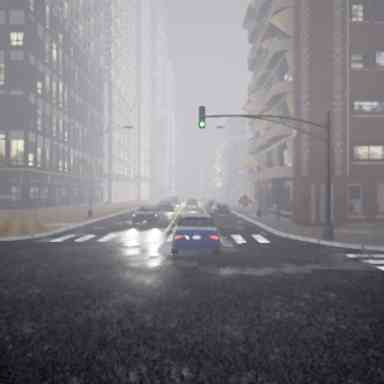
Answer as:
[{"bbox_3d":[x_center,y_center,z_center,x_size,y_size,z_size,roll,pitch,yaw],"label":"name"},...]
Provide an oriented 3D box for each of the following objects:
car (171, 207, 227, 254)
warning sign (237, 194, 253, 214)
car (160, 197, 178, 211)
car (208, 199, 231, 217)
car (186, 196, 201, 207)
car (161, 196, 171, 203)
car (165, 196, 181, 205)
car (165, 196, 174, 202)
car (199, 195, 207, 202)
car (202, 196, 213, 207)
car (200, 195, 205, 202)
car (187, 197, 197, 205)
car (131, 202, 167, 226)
[{"bbox_3d":[0.143,1.601,13.886,2.033,1.411,5.357,1,0,0],"label":"car"},{"bbox_3d":[5.071,1.153,31.876,1.300,1.860,1.060,0,0,0],"label":"warning sign"},{"bbox_3d":[-3.083,1.612,38.718,1.994,1.385,4.181,0,0,0],"label":"car"},{"bbox_3d":[2.747,1.620,31.761,1.802,1.307,4.206,0,0,0],"label":"car"},{"bbox_3d":[0.010,1.636,54.327,1.994,1.385,4.181,0,0,0],"label":"car"},{"bbox_3d":[-5.677,1.655,72.922,2.008,1.369,4.403,0,0,0],"label":"car"},{"bbox_3d":[-2.994,1.428,58.332,2.097,1.767,4.553,0,0,0],"label":"car"},{"bbox_3d":[-5.676,1.671,84.220,1.887,1.381,4.507,0,0,0],"label":"car"},{"bbox_3d":[2.704,1.567,84.218,1.967,1.590,4.097,0,0,0],"label":"car"},{"bbox_3d":[2.698,1.607,44.678,2.008,1.369,4.403,0,0,0],"label":"car"},{"bbox_3d":[2.700,1.616,50.326,2.008,1.369,4.403,0,0,0],"label":"car"},{"bbox_3d":[0.012,1.653,64.362,1.994,1.385,4.181,0,0,0],"label":"car"},{"bbox_3d":[-3.096,1.628,24.006,1.895,1.301,4.718,0,0,0],"label":"car"}]
